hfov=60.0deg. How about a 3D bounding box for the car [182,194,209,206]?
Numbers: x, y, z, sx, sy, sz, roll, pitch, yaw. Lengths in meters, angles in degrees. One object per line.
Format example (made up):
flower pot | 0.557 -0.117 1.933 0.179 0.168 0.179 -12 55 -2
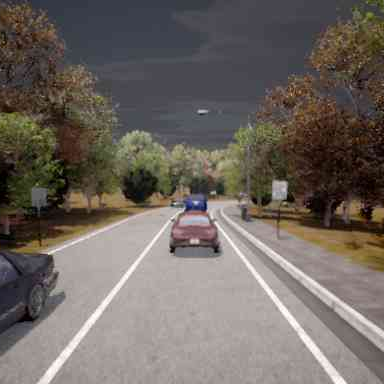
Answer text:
car | 0.494 1.225 34.067 2.150 2.045 5.566 2 -1 2

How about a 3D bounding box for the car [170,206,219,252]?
car | 0.084 1.530 13.729 1.812 1.442 4.674 0 0 0

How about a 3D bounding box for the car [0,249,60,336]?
car | -3.601 1.549 4.476 2.033 1.411 5.357 0 0 0

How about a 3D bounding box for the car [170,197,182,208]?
car | -1.805 1.492 47.398 2.128 1.511 4.902 1 0 9
